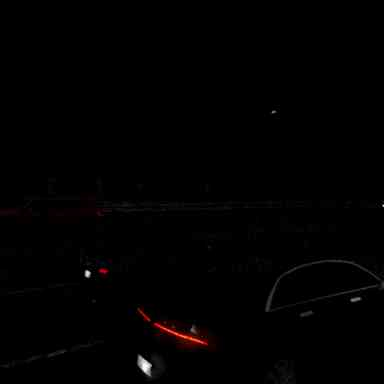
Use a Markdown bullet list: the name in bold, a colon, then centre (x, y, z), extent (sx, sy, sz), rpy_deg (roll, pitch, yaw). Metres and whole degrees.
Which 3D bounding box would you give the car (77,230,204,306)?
- **car**: centre (-0.437, 1.607, 7.739), extent (4.181, 1.385, 1.994), rpy_deg (1, 0, -36)

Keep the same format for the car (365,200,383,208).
- **car**: centre (25.133, 1.863, 43.443), extent (4.553, 1.767, 2.097), rpy_deg (1, 0, -35)

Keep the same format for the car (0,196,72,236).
- **car**: centre (-9.843, 1.249, 18.470), extent (5.566, 2.045, 2.150), rpy_deg (1, 0, -36)

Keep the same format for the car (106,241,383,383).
- **car**: centre (1.486, 1.547, 4.811), extent (4.892, 1.490, 1.837), rpy_deg (1, 0, -36)

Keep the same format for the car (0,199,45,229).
- **car**: centre (-12.065, 1.377, 21.186), extent (4.553, 1.767, 2.097), rpy_deg (1, 0, -36)

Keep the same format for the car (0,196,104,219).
- **car**: centre (-7.099, 1.259, 16.130), extent (5.566, 2.045, 2.150), rpy_deg (1, 0, -36)

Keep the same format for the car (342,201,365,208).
- **car**: centre (22.613, 1.994, 45.945), extent (4.902, 1.511, 2.128), rpy_deg (1, 0, -35)
